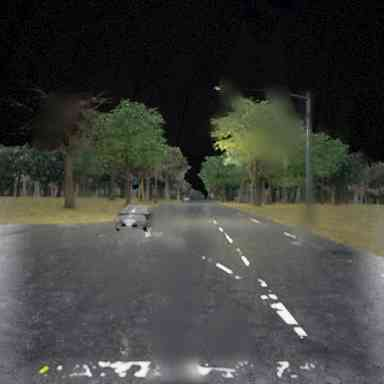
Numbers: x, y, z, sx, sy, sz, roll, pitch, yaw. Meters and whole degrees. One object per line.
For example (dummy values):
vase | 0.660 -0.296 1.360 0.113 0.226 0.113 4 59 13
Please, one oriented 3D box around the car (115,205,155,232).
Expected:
car | -3.409 1.561 20.573 2.128 1.511 4.902 1 -1 0

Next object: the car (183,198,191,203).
car | -1.379 2.295 90.908 1.882 1.535 5.008 0 -1 8
